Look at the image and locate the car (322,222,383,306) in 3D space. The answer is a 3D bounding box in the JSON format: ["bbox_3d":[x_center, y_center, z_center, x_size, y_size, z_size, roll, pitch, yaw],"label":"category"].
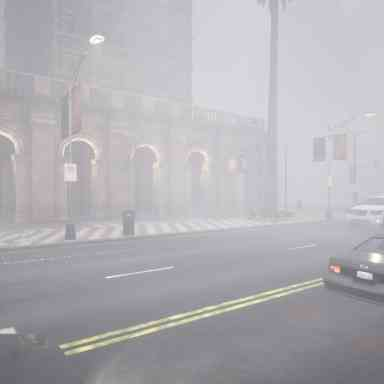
[{"bbox_3d":[5.156,1.547,7.451,5.357,1.411,2.033,0,0,-35],"label":"car"}]

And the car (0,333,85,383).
[{"bbox_3d":[-3.179,1.547,1.473,5.357,1.411,2.033,0,0,-36],"label":"car"}]

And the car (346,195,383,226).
[{"bbox_3d":[12.177,1.218,21.250,5.566,2.045,2.150,0,0,-36],"label":"car"}]
